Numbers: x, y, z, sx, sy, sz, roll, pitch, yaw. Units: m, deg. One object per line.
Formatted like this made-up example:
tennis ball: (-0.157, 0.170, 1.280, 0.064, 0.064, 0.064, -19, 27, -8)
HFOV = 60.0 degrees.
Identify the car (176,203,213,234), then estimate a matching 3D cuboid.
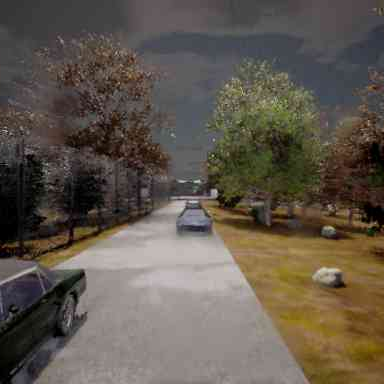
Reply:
car: (0.135, 1.561, 19.165, 1.994, 1.385, 4.181, 0, 0, 0)

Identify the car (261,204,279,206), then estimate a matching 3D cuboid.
car: (20.060, 4.404, 89.017, 2.435, 2.045, 5.566, 0, 1, -18)

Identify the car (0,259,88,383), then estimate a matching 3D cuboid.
car: (-2.841, 1.600, 3.853, 1.895, 1.301, 4.718, 0, 0, 0)

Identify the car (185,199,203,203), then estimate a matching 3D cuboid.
car: (0.184, 1.520, 36.738, 1.812, 1.442, 4.674, 0, 0, 0)
